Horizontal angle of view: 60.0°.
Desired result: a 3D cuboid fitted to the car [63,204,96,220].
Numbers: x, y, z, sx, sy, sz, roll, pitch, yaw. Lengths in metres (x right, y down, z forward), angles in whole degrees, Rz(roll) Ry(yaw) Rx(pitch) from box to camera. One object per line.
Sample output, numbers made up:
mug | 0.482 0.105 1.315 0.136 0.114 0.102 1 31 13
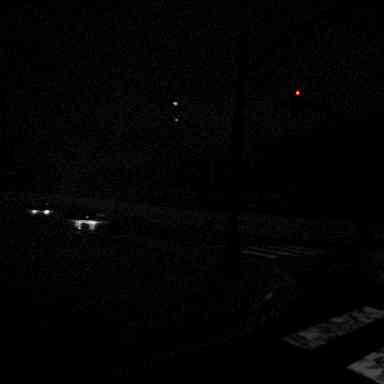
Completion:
car | -10.882 1.878 31.894 2.033 1.411 5.357 4 -3 -35

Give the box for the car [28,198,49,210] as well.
car | -21.952 1.640 47.562 2.097 1.767 4.553 4 -2 -36
